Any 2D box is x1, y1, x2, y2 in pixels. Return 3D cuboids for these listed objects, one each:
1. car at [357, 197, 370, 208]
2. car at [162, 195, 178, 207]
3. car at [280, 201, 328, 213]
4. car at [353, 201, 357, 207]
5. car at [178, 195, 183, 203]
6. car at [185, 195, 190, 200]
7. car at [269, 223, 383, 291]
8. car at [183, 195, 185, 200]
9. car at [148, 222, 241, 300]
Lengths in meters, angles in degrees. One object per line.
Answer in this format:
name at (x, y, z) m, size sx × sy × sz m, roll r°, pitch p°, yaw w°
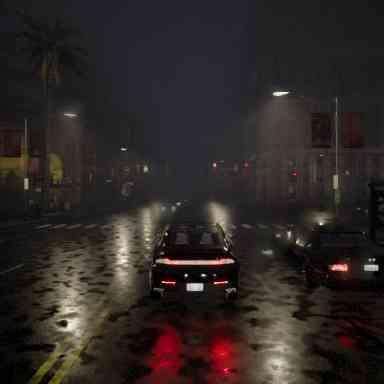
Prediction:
car at (25.431, 1.505, 44.744) m, size 4.892 × 1.490 × 1.837 m, roll 0°, pitch 0°, yaw 0°
car at (-3.579, 1.477, 51.704) m, size 1.882 × 1.535 × 5.008 m, roll 0°, pitch 0°, yaw 0°
car at (12.233, 1.601, 36.449) m, size 4.718 × 1.301 × 1.895 m, roll 0°, pitch 0°, yaw 3°
car at (26.051, 1.477, 48.254) m, size 5.008 × 1.535 × 1.882 m, roll 0°, pitch 0°, yaw 0°
car at (-3.496, 1.352, 68.117) m, size 2.097 × 1.767 × 4.553 m, roll 0°, pitch 0°, yaw 0°
car at (-1.992, 1.540, 94.580) m, size 2.033 × 1.411 × 5.357 m, roll 0°, pitch 0°, yaw 13°
car at (3.565, 1.547, 9.087) m, size 2.033 × 1.411 × 5.357 m, roll 0°, pitch 0°, yaw 0°
car at (-3.477, 1.525, 80.318) m, size 2.128 × 1.511 × 4.902 m, roll 0°, pitch 0°, yaw 0°
car at (0.061, 1.492, 8.386) m, size 2.128 × 1.511 × 4.902 m, roll 0°, pitch 0°, yaw 0°
